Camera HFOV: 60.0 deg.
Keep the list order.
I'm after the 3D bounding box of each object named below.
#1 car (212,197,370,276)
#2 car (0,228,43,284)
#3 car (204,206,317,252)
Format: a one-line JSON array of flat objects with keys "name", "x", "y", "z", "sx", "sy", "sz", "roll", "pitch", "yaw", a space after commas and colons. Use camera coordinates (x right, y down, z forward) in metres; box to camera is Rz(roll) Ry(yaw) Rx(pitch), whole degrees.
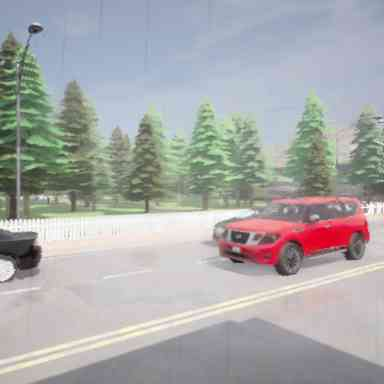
[{"name": "car", "x": 3.471, "y": 1.199, "z": 10.684, "sx": 5.566, "sy": 2.045, "sz": 2.150, "roll": -1, "pitch": 0, "yaw": -35}, {"name": "car", "x": -6.353, "y": 1.479, "z": 8.031, "sx": 5.008, "sy": 1.535, "sz": 1.882, "roll": 0, "pitch": 0, "yaw": -35}, {"name": "car", "x": 3.108, "y": 1.468, "z": 14.702, "sx": 4.902, "sy": 1.511, "sz": 2.128, "roll": 0, "pitch": 0, "yaw": -35}]
